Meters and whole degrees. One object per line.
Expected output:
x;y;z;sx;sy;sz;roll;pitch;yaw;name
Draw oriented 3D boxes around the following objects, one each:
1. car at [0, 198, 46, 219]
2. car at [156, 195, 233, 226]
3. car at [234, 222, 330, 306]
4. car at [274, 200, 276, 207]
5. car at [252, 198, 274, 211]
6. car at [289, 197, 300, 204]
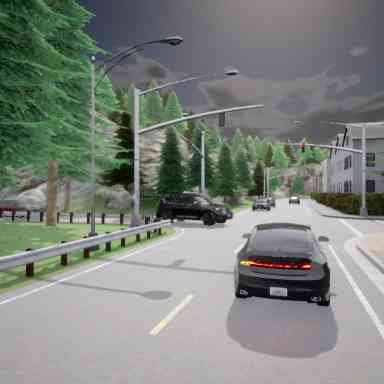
-14.974;1.367;28.811;4.553;1.767;2.097;0;0;17;car
0.085;1.231;23.431;5.566;2.045;2.150;0;-1;30;car
2.237;1.505;8.165;1.837;1.490;4.892;0;0;17;car
11.641;1.564;50.614;1.994;1.385;4.181;0;0;17;car
8.644;1.564;41.073;1.994;1.385;4.181;0;0;17;car
19.234;1.564;62.531;1.994;1.385;4.181;0;0;17;car
